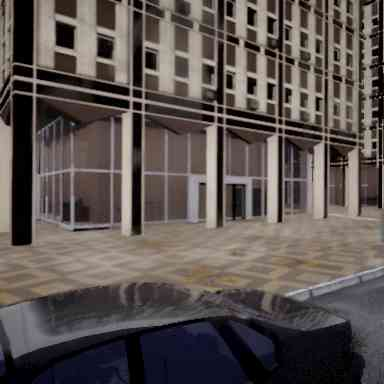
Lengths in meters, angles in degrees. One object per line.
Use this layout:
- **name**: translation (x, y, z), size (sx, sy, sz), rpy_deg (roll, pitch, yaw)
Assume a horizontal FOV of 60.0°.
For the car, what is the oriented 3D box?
- **car**: translation (-0.836, 1.545, 2.472), size (5.357, 1.411, 2.033), rpy_deg (0, 0, -36)
